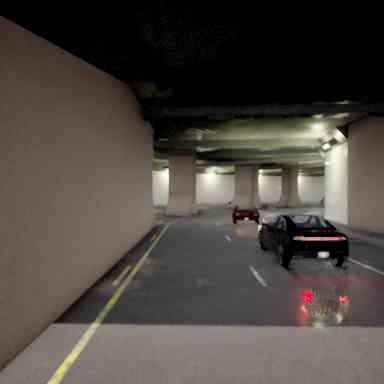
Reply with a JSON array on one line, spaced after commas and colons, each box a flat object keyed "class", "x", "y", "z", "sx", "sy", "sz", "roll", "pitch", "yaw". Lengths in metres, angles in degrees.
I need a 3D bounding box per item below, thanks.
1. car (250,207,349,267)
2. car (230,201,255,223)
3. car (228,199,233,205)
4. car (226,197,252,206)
[{"class": "car", "x": 3.566, "y": 1.493, "z": 11.408, "sx": 2.128, "sy": 1.511, "sz": 4.902, "roll": 0, "pitch": 0, "yaw": 0}, {"class": "car", "x": 4.075, "y": 1.606, "z": 25.484, "sx": 1.895, "sy": 1.301, "sz": 4.718, "roll": 0, "pitch": 0, "yaw": 7}, {"class": "car", "x": 8.337, "y": 1.502, "z": 52.930, "sx": 4.902, "sy": 1.511, "sz": 2.128, "roll": 0, "pitch": 0, "yaw": -38}, {"class": "car", "x": 8.125, "y": 1.576, "z": 57.178, "sx": 4.181, "sy": 1.385, "sz": 1.994, "roll": 0, "pitch": 0, "yaw": -36}]
